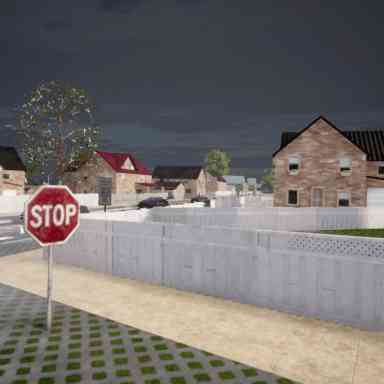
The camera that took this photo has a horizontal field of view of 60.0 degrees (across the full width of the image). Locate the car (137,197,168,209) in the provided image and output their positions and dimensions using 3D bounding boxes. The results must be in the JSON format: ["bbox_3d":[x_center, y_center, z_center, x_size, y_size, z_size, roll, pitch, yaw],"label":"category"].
[{"bbox_3d":[-4.493,1.254,39.143,2.033,1.411,5.357,2,1,18],"label":"car"}]

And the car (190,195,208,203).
[{"bbox_3d":[1.347,1.191,56.286,2.033,1.411,5.357,2,1,18],"label":"car"}]

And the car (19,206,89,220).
[{"bbox_3d":[-9.617,1.371,23.853,2.033,1.411,5.357,2,1,19],"label":"car"}]
